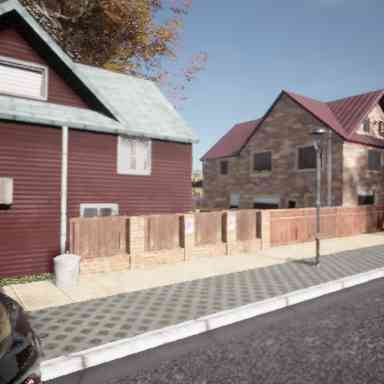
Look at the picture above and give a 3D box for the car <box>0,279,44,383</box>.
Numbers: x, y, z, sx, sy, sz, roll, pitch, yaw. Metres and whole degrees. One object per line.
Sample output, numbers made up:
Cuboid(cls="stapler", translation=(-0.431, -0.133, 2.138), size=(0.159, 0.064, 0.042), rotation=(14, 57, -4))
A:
Cuboid(cls="car", translation=(-3.289, 1.225, 0.725), size=(5.566, 2.045, 2.150), rotation=(0, 0, -36))
